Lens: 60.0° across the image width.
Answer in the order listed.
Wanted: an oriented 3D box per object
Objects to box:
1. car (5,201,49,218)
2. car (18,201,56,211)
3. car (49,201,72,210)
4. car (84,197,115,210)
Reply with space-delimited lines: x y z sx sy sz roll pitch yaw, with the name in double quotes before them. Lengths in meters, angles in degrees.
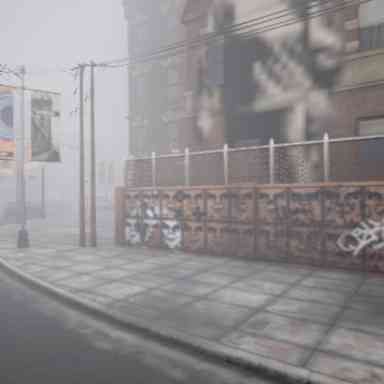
"car" -17.646 1.756 35.331 2.097 1.767 4.553 -1 0 6
"car" -24.309 2.130 52.375 2.033 1.411 5.357 -1 0 29
"car" -20.713 2.109 51.526 1.994 1.385 4.181 -1 -1 30
"car" -14.195 1.696 50.319 2.150 2.045 5.566 -1 0 35
